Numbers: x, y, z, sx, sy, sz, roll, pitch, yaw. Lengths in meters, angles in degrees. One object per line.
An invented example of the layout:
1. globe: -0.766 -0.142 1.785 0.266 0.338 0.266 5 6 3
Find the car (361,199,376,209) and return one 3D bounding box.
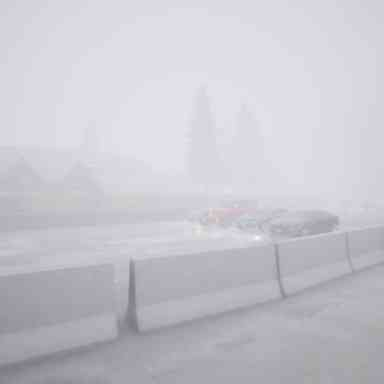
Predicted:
1. car: 29.017 1.863 54.676 1.882 1.535 5.008 -1 -1 34

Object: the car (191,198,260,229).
1. car: 2.931 1.470 24.364 5.566 2.045 2.150 0 -1 -42

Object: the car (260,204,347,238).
1. car: 6.094 1.633 17.863 5.008 1.535 1.882 0 -1 -41

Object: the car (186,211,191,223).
1. car: 1.652 1.801 27.937 4.892 1.490 1.837 1 -1 -42

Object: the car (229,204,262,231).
1. car: 4.897 1.707 21.457 4.892 1.490 1.837 0 -1 -41

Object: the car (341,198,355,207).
1. car: 27.983 1.943 59.522 1.837 1.490 4.892 -1 0 32
